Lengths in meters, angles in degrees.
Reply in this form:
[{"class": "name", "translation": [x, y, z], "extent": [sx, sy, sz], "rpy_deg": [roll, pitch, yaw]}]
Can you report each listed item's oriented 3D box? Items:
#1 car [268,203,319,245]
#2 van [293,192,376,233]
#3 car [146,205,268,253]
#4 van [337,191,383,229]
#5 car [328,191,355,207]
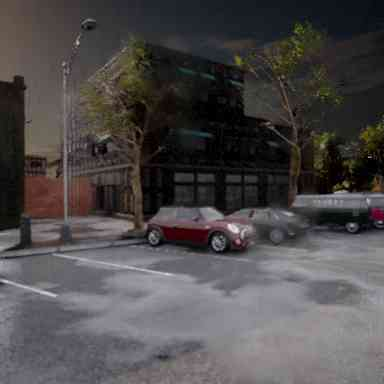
[{"class": "car", "translation": [2.805, 1.416, 15.086], "extent": [4.892, 1.521, 2.231], "rpy_deg": [-1, 0, 34]}, {"class": "van", "translation": [7.515, 1.152, 18.585], "extent": [4.442, 1.987, 1.878], "rpy_deg": [-1, 0, 34]}, {"class": "car", "translation": [0.365, 1.309, 13.382], "extent": [4.553, 1.767, 2.185], "rpy_deg": [-1, -1, 35]}, {"class": "van", "translation": [9.924, 1.132, 20.303], "extent": [4.442, 1.987, 1.878], "rpy_deg": [-1, 0, 35]}, {"class": "car", "translation": [21.414, 0.935, 47.632], "extent": [2.435, 2.045, 5.566], "rpy_deg": [0, 1, 36]}]
